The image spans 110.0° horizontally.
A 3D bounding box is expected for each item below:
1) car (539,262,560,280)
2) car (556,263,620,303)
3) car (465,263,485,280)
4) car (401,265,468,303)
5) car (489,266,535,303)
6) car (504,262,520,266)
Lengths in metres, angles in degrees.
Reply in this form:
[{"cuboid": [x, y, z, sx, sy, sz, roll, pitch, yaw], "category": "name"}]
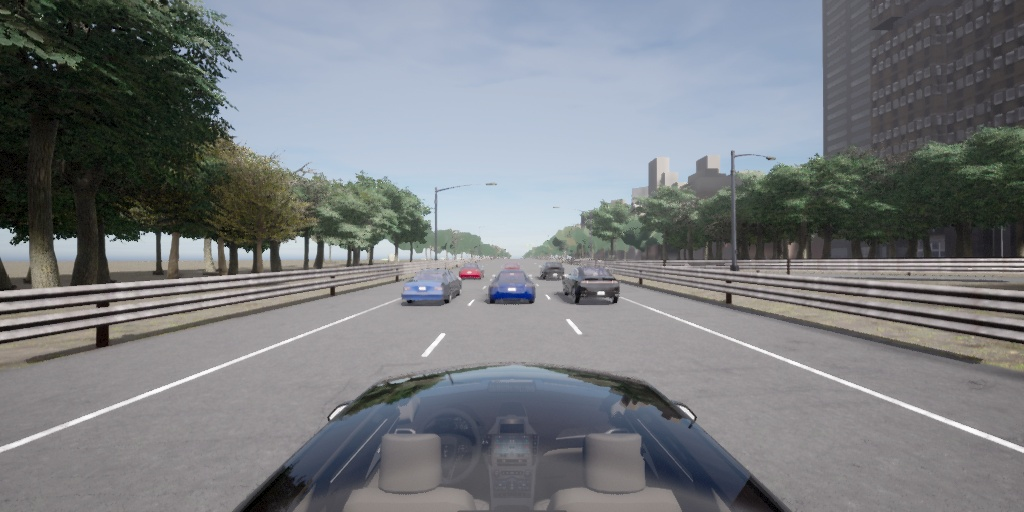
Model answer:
[{"cuboid": [3.500, 1.262, 31.500, 1.837, 1.490, 4.892, 0, 0, 0], "category": "car"}, {"cuboid": [3.500, 1.245, 16.500, 2.128, 1.511, 4.902, 0, 0, 0], "category": "car"}, {"cuboid": [-3.500, 1.319, 31.500, 1.994, 1.385, 4.181, 0, 0, 0], "category": "car"}, {"cuboid": [-3.500, 1.313, 16.500, 2.033, 1.411, 5.357, 0, 0, 0], "category": "car"}, {"cuboid": [0.000, 1.322, 16.500, 1.994, 1.385, 4.181, 0, 0, 0], "category": "car"}, {"cuboid": [0.000, 1.280, 31.499, 1.812, 1.442, 4.674, 0, 0, 0], "category": "car"}]
